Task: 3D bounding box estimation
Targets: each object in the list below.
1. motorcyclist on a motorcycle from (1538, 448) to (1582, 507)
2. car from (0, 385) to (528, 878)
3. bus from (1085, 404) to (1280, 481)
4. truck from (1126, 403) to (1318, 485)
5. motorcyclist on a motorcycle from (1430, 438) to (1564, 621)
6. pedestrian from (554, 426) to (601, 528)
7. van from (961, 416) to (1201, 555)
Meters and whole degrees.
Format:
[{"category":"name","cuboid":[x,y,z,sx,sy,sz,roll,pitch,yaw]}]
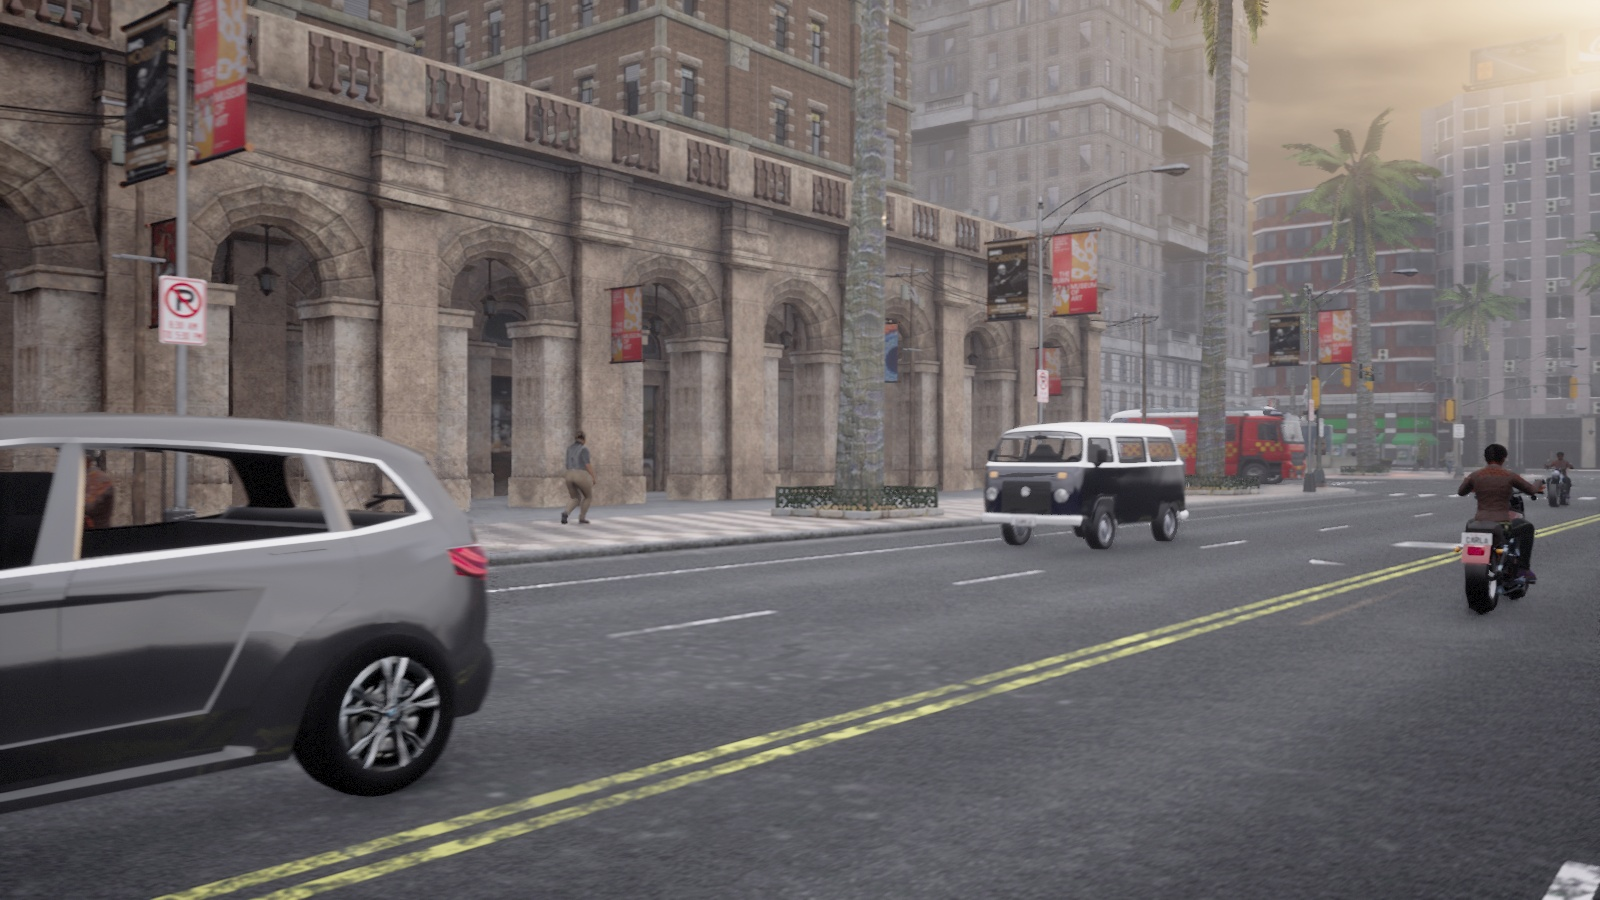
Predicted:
[{"category":"motorcyclist on a motorcycle","cuboid":[21.965,0.762,36.267,0.766,1.649,2.350,0,0,39]},{"category":"car","cuboid":[-3.619,0.617,4.900,2.242,1.667,4.611,0,0,39]},{"category":"bus","cuboid":[22.469,-0.432,74.164,10.273,4.253,3.944,0,0,39]},{"category":"truck","cuboid":[20.777,-0.258,62.160,8.468,3.827,2.891,0,0,39]},{"category":"motorcyclist on a motorcycle","cuboid":[6.952,0.720,12.460,0.766,1.649,2.350,0,0,39]},{"category":"pedestrian","cuboid":[-4.114,0.496,23.248,0.540,1.848,0.694,0,0,28]},{"category":"van","cuboid":[4.766,0.529,20.840,2.069,2.038,4.480,0,0,40]}]
